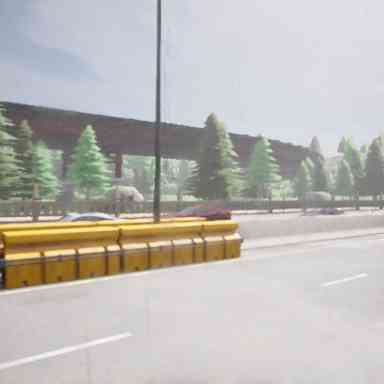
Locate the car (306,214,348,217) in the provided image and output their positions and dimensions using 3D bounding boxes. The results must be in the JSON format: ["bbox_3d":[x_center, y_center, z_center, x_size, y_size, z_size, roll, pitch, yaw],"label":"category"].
[{"bbox_3d":[9.188,1.785,23.181,4.181,1.385,1.994,1,0,-35],"label":"car"}]

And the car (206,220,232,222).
[{"bbox_3d":[0.271,1.599,21.209,5.008,1.535,1.882,0,0,-35],"label":"car"}]

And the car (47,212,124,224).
[{"bbox_3d":[-4.637,1.555,13.541,4.674,1.442,1.812,1,0,-35],"label":"car"}]
